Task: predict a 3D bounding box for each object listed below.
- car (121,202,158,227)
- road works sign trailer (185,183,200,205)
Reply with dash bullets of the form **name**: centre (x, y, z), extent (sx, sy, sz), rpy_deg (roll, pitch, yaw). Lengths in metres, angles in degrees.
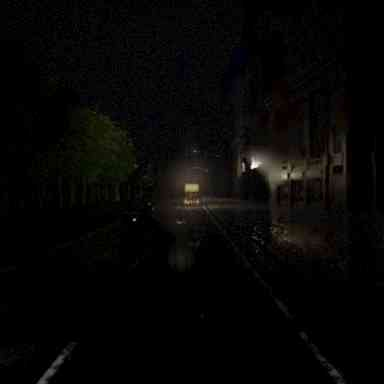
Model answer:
- **car**: centre (-3.415, 1.440, 22.198), extent (2.128, 1.511, 4.902), rpy_deg (0, 0, 0)
- **road works sign trailer**: centre (-0.035, 0.341, 56.290), extent (2.380, 3.560, 2.880), rpy_deg (0, 0, 0)
